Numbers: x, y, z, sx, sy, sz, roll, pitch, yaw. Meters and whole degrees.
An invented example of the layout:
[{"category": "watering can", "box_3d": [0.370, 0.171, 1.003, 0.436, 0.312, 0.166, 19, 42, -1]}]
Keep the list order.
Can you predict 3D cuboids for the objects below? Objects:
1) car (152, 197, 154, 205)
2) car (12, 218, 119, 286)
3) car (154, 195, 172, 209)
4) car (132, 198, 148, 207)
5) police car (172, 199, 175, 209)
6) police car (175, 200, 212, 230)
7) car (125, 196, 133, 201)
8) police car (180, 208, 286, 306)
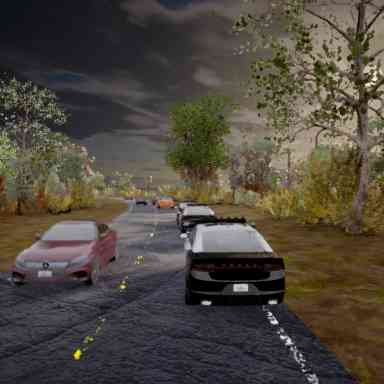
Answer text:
[{"category": "car", "box_3d": [-5.860, 1.346, 57.952, 2.097, 1.767, 4.553, 0, 0, -12]}, {"category": "car", "box_3d": [-3.292, 1.525, 9.562, 1.812, 1.442, 4.674, 0, 0, -2]}, {"category": "car", "box_3d": [-3.686, 1.348, 45.655, 2.097, 1.767, 4.553, 0, 0, -9]}, {"category": "car", "box_3d": [-7.939, 1.597, 51.996, 1.895, 1.301, 4.718, 0, 0, -10]}, {"category": "police car", "box_3d": [-0.221, 1.423, 24.340, 1.930, 1.638, 5.238, 0, 0, -5]}, {"category": "police car", "box_3d": [0.241, 1.424, 18.310, 1.930, 1.638, 5.238, 0, 0, -4]}, {"category": "car", "box_3d": [-16.491, 1.592, 87.030, 1.895, 1.301, 4.718, 0, 0, -17]}, {"category": "police car", "box_3d": [0.745, 1.425, 8.244, 1.930, 1.638, 5.238, 0, 0, -2]}]
